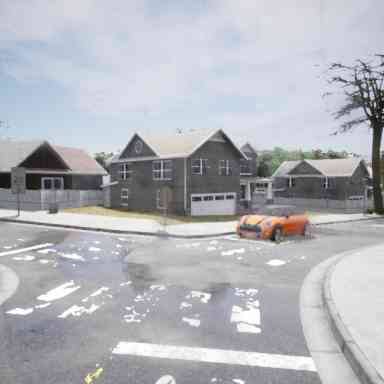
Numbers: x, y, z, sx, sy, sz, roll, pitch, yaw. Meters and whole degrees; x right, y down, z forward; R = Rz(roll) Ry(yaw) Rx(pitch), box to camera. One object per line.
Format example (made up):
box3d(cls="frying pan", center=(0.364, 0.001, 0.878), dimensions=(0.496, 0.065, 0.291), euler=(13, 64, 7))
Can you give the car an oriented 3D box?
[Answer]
box3d(cls="car", center=(4.284, 1.469, 17.236), dimensions=(2.097, 1.767, 4.553), euler=(2, 0, 45))
